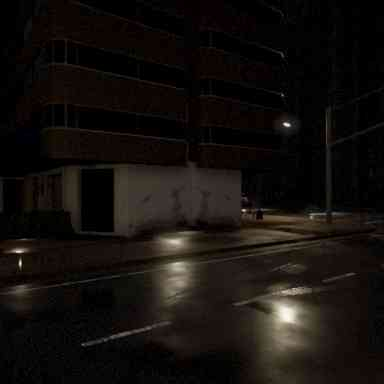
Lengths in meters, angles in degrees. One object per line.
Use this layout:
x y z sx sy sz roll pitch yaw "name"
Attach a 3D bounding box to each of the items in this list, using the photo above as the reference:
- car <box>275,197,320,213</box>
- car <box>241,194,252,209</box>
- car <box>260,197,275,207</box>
12.115 1.526 37.590 1.812 1.442 4.674 0 0 -36 "car"
6.121 1.478 45.861 1.882 1.535 5.008 0 0 -35 "car"
12.253 1.477 49.616 1.882 1.535 5.008 0 0 -36 "car"
